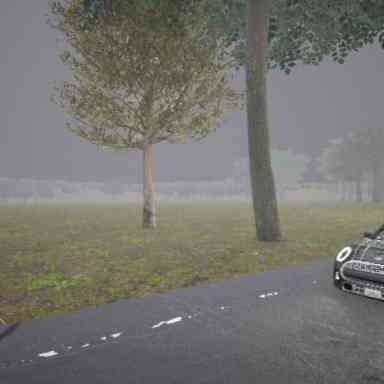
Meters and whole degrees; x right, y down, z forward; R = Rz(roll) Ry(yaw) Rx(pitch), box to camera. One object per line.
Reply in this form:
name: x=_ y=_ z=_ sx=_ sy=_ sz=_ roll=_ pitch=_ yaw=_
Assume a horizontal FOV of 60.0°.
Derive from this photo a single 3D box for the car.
car: x=5.291 y=1.350 z=7.696 sx=4.553 sy=1.767 sz=2.097 roll=0 pitch=0 yaw=-36
